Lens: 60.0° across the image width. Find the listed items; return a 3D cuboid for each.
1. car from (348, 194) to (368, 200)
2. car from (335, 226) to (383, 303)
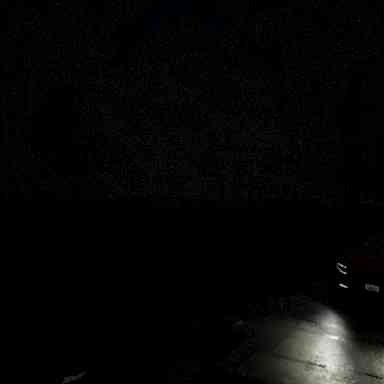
[{"bbox_3d":[37.517,1.127,75.269,2.033,1.411,5.357,1,1,-4],"label":"car"},{"bbox_3d":[5.230,1.556,7.996,5.008,1.535,1.882,1,0,-43],"label":"car"}]
